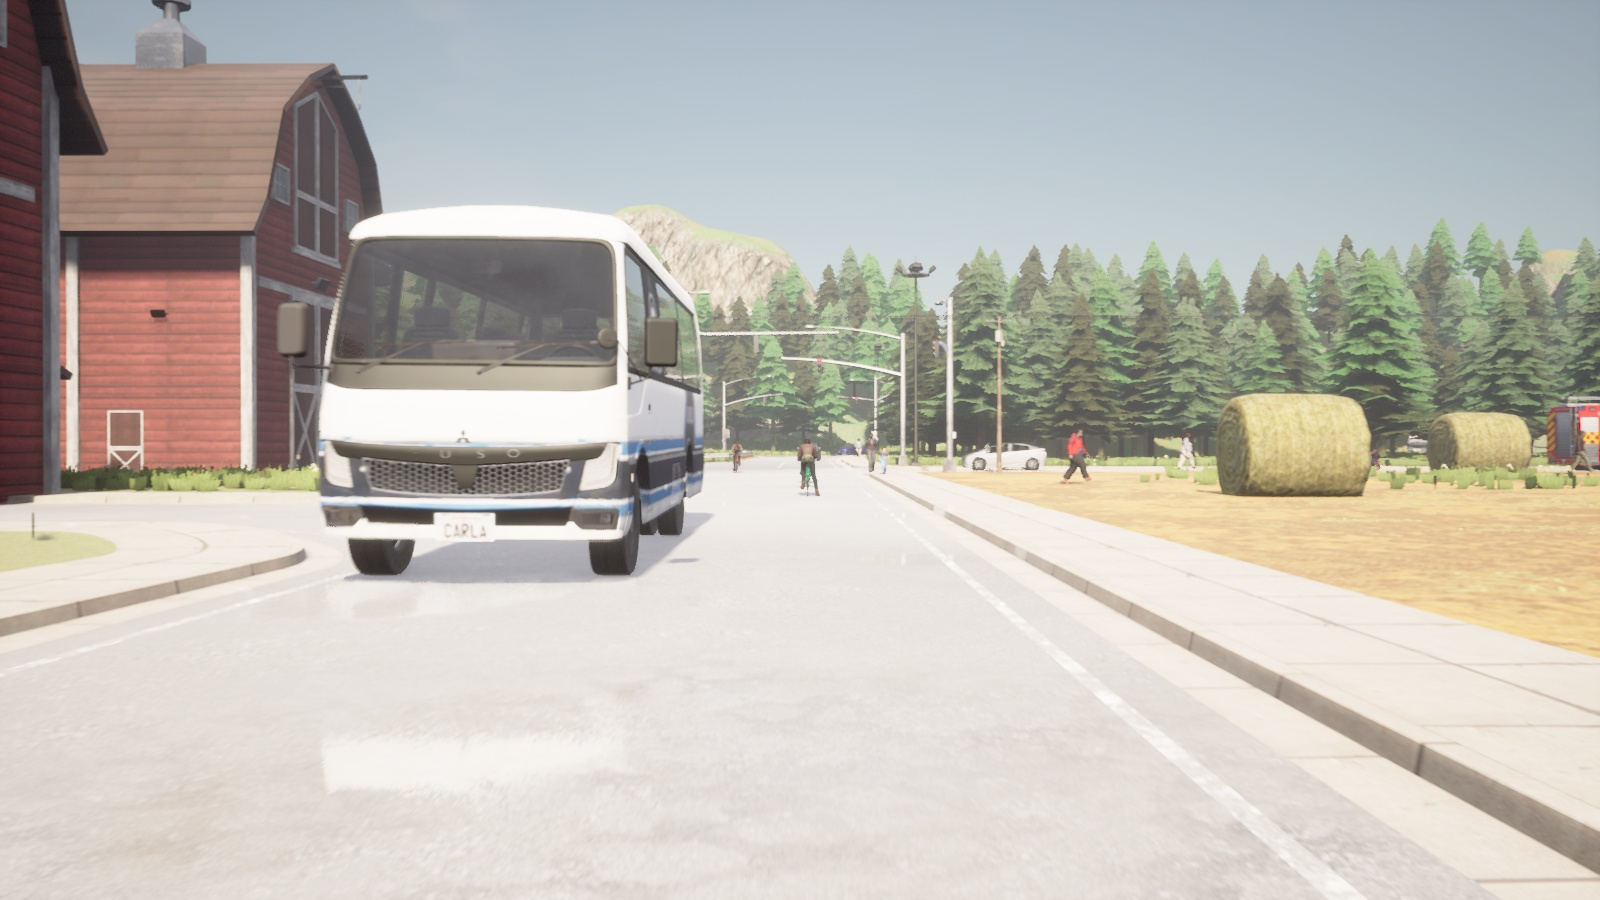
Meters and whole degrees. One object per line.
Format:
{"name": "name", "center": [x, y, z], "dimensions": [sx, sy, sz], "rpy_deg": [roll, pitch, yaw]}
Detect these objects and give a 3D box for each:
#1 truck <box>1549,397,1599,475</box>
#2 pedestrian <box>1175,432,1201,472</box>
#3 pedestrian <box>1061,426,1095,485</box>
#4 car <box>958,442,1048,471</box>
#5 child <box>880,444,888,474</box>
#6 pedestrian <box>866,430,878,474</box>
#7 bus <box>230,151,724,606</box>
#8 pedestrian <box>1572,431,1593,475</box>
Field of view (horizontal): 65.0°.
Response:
{"name": "truck", "center": [42.669, -0.711, 62.918], "dimensions": [8.468, 3.827, 2.891], "rpy_deg": [0, 0, 1]}
{"name": "pedestrian", "center": [18.106, 0.103, 58.553], "dimensions": [0.900, 1.855, 0.874], "rpy_deg": [0, 0, -5]}
{"name": "pedestrian", "center": [8.899, 0.169, 40.200], "dimensions": [0.899, 1.844, 0.634], "rpy_deg": [0, 0, 33]}
{"name": "car", "center": [10.834, 0.350, 67.182], "dimensions": [4.514, 1.525, 2.007], "rpy_deg": [0, 0, 1]}
{"name": "child", "center": [3.564, 0.392, 53.137], "dimensions": [0.270, 1.263, 0.437], "rpy_deg": [0, 0, -5]}
{"name": "pedestrian", "center": [3.217, 0.095, 56.179], "dimensions": [0.402, 1.930, 0.666], "rpy_deg": [0, 0, -8]}
{"name": "bus", "center": [-3.384, -0.755, 17.029], "dimensions": [3.944, 4.253, 10.273], "rpy_deg": [1, 1, 0]}
{"name": "pedestrian", "center": [32.605, 0.133, 52.306], "dimensions": [0.703, 1.840, 0.431], "rpy_deg": [0, 0, 27]}
